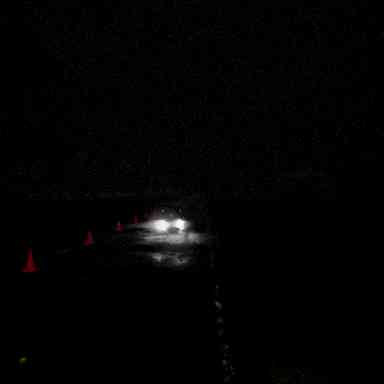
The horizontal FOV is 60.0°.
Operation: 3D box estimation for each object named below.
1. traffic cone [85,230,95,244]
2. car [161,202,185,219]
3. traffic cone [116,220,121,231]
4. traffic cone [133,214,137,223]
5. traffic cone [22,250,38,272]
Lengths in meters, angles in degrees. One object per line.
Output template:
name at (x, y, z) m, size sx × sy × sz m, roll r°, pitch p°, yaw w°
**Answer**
traffic cone at (-4.462, 1.948, 14.495) m, size 0.340 × 0.580 × 0.340 m, roll 0°, pitch 0°, yaw 2°
car at (-1.642, 1.593, 29.410) m, size 1.895 × 1.301 × 4.718 m, roll 0°, pitch 0°, yaw 2°
traffic cone at (-4.314, 1.947, 19.493) m, size 0.340 × 0.580 × 0.340 m, roll 0°, pitch 0°, yaw 2°
traffic cone at (-4.165, 1.946, 24.490) m, size 0.340 × 0.580 × 0.340 m, roll 0°, pitch 0°, yaw 2°
traffic cone at (-4.611, 1.948, 9.497) m, size 0.340 × 0.580 × 0.340 m, roll 0°, pitch 0°, yaw 2°
